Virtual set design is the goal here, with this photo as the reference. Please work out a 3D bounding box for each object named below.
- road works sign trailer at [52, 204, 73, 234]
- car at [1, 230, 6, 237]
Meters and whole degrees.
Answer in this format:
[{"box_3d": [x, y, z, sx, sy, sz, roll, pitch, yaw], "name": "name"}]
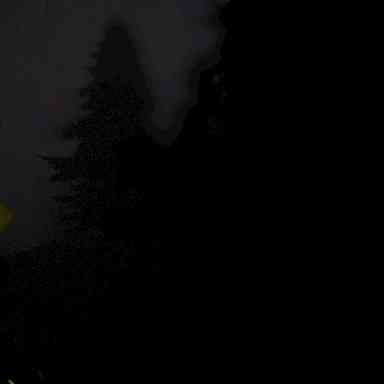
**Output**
[{"box_3d": [-12.602, 3.087, 34.063, 2.880, 2.380, 3.560, 4, 24, -28], "name": "road works sign trailer"}, {"box_3d": [-34.830, 7.022, 58.412, 5.566, 2.045, 2.150, -6, -4, 40], "name": "car"}]
